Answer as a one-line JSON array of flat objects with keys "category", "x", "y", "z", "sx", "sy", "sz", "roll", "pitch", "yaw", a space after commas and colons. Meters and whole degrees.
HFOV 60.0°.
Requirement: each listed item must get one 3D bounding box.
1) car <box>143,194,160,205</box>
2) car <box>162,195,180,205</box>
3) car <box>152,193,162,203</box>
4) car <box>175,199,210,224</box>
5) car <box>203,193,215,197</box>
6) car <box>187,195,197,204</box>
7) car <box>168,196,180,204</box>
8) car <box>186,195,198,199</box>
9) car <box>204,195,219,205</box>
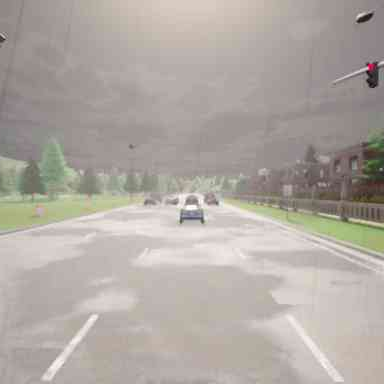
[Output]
[{"category": "car", "x": -7.008, "y": 1.471, "z": 55.861, "sx": 1.812, "sy": 1.442, "sz": 4.674, "roll": 0, "pitch": 0, "yaw": 0}, {"category": "car", "x": -3.508, "y": 1.510, "z": 55.861, "sx": 1.994, "sy": 1.385, "sz": 4.181, "roll": 0, "pitch": 0, "yaw": 0}, {"category": "car", "x": -7.009, "y": 1.184, "z": 65.894, "sx": 2.150, "sy": 2.045, "sz": 5.566, "roll": 0, "pitch": 0, "yaw": 0}, {"category": "car", "x": -0.003, "y": 1.523, "z": 24.832, "sx": 2.033, "sy": 1.411, "sz": 5.357, "roll": 0, "pitch": 0, "yaw": 0}, {"category": "car", "x": 3.491, "y": 1.185, "z": 65.895, "sx": 2.150, "sy": 2.045, "sz": 5.566, "roll": 0, "pitch": 0, "yaw": 0}, {"category": "car", "x": -0.009, "y": 1.446, "z": 65.865, "sx": 1.837, "sy": 1.490, "sz": 4.892, "roll": 0, "pitch": 0, "yaw": 0}, {"category": "car", "x": -3.509, "y": 1.495, "z": 65.865, "sx": 2.033, "sy": 1.411, "sz": 5.357, "roll": 0, "pitch": 0, "yaw": 0}, {"category": "car", "x": -0.008, "y": 1.298, "z": 55.832, "sx": 2.097, "sy": 1.767, "sz": 4.553, "roll": 0, "pitch": 0, "yaw": 0}, {"category": "car", "x": 3.492, "y": 1.546, "z": 55.892, "sx": 1.895, "sy": 1.301, "sz": 4.718, "roll": 0, "pitch": 0, "yaw": 0}]
